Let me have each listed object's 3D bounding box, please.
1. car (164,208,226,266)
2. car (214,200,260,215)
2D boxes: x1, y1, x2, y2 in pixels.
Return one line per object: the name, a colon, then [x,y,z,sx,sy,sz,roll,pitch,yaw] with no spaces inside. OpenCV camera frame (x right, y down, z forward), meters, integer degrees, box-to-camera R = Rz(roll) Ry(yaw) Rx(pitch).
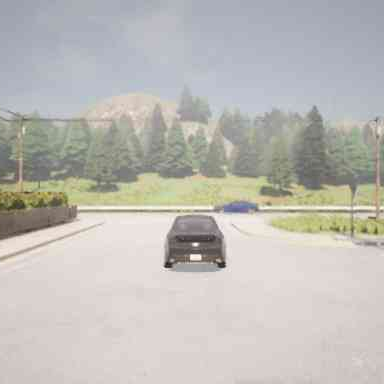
car: [0.096,1.524,11.515,1.837,1.490,4.892,0,0,0]
car: [4.526,1.576,34.033,4.674,1.442,1.812,0,0,0]
